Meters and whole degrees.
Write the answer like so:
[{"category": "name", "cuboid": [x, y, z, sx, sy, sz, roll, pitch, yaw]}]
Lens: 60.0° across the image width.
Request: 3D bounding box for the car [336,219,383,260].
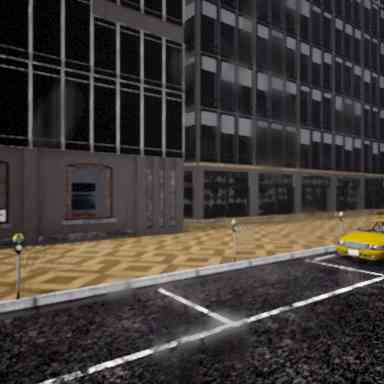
[{"category": "car", "cuboid": [6.849, 1.502, 11.460, 4.829, 1.417, 1.752, 0, 0, -36]}]
